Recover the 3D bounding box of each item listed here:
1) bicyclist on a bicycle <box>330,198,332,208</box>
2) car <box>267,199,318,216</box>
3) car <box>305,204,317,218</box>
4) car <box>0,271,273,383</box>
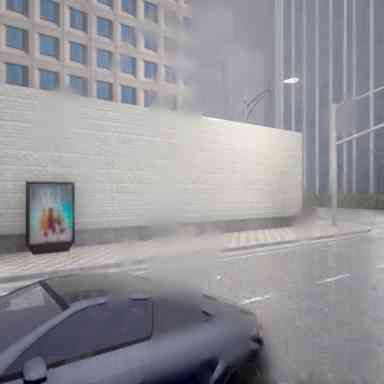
[{"bbox_3d":[18.655,1.373,43.948,1.656,1.620,0.582,0,0,-36],"label":"bicyclist on a bicycle"},{"bbox_3d":[10.434,1.559,34.852,2.128,1.511,4.902,0,0,-36],"label":"car"},{"bbox_3d":[9.054,1.543,30.766,1.882,1.535,5.008,0,0,-36],"label":"car"},{"bbox_3d":[-1.203,1.564,3.128,4.181,1.385,1.994,0,0,-35],"label":"car"}]
